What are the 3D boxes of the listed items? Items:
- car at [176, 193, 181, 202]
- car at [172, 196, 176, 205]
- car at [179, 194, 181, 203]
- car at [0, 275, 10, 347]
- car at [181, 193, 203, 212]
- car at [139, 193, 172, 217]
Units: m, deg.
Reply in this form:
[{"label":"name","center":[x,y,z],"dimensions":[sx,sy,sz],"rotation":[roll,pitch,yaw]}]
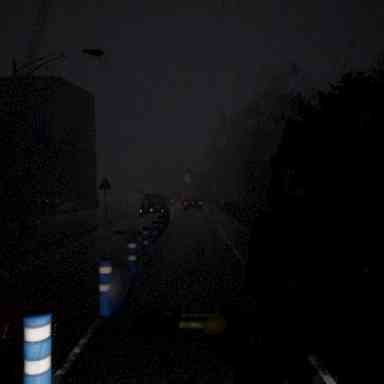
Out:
[{"label":"car","center":[-1.554,0.910,56.058],"dimensions":[1.882,1.535,5.008],"rotation":[-2,2,-16]},{"label":"car","center":[-3.860,1.195,50.165],"dimensions":[1.837,1.490,4.892],"rotation":[-1,2,-7]},{"label":"car","center":[-0.348,1.275,47.010],"dimensions":[1.994,1.385,4.181],"rotation":[-1,2,-6]},{"label":"car","center":[-3.330,1.437,2.326],"dimensions":[1.882,1.535,5.008],"rotation":[1,-1,0]},{"label":"car","center":[0.066,1.222,37.514],"dimensions":[2.097,1.767,4.553],"rotation":[0,0,-1]},{"label":"car","center":[-3.338,1.120,30.058],"dimensions":[2.150,2.045,5.566],"rotation":[0,0,0]}]
